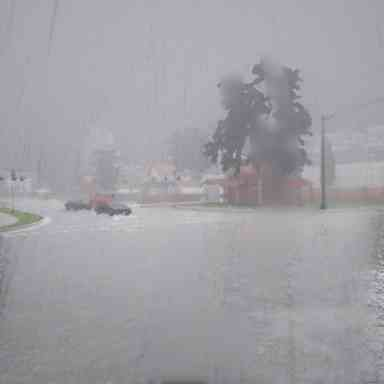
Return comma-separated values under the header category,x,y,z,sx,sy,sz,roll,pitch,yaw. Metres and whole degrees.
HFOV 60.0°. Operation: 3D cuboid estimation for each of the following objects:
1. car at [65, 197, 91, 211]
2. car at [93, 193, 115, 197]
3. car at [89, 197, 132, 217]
category,x,y,z,sx,sy,sz,roll,pitch,yaw
car,-13.491,1.577,39.537,1.895,1.301,4.718,-1,0,-37
car,-11.810,1.168,43.433,2.150,2.045,5.566,-1,0,-37
car,-7.650,1.514,31.764,2.033,1.411,5.357,-1,0,-37
